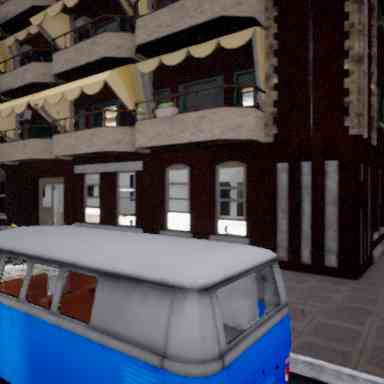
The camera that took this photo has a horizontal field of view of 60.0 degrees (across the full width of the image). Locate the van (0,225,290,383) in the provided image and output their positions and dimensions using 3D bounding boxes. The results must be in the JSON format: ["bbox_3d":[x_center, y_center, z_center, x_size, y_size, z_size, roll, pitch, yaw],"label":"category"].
[{"bbox_3d":[-0.988,1.335,3.579,3.998,1.788,1.690,0,0,36],"label":"van"}]
